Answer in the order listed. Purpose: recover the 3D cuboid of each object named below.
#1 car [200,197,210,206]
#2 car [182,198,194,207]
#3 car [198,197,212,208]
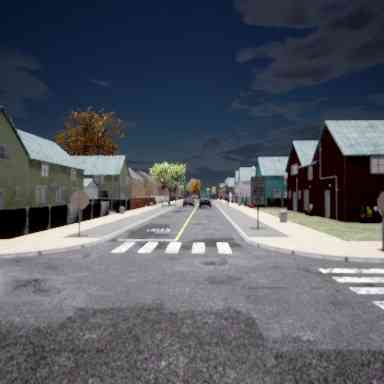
[{"bbox_3d":[2.434,1.731,61.544,1.812,1.442,4.674,0,0,2],"label":"car"},{"bbox_3d":[-0.543,1.720,55.824,2.033,1.411,5.357,0,0,2],"label":"car"},{"bbox_3d":[2.022,1.645,51.132,1.837,1.490,4.892,0,0,2],"label":"car"}]
